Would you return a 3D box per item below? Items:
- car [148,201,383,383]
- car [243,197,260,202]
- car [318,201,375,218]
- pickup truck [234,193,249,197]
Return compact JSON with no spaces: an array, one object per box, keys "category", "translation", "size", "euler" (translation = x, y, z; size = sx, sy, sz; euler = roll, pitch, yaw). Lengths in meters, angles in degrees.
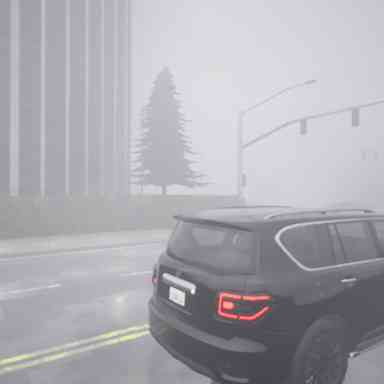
[{"category":"car","translation":[2.038,1.243,5.195],"size":[5.566,2.045,2.150],"euler":[0,0,-35]},{"category":"car","translation":[7.982,1.701,43.345],"size":[1.994,1.385,4.181],"euler":[0,0,-36]},{"category":"car","translation":[15.356,1.641,33.229],"size":[1.837,1.490,4.892],"euler":[0,-1,-36]},{"category":"pickup truck","translation":[10.033,1.267,68.672],"size":[2.390,2.098,6.274],"euler":[0,0,-5]}]
